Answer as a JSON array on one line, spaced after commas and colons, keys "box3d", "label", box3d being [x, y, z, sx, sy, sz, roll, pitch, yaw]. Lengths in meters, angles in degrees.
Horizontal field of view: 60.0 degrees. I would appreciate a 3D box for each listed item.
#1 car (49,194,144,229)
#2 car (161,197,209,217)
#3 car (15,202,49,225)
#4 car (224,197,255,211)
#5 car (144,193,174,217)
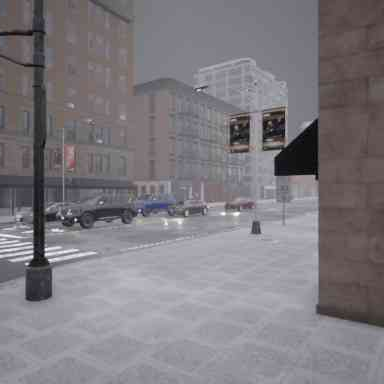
[{"box3d": [-6.045, 1.161, 21.888, 2.150, 2.045, 5.566, 0, 0, 35], "label": "car"}, {"box3d": [-0.312, 1.402, 29.983, 1.837, 1.490, 4.892, 0, 0, 35], "label": "car"}, {"box3d": [-9.430, 1.442, 22.733, 2.128, 1.511, 4.902, 0, 0, 35], "label": "car"}, {"box3d": [5.532, 1.332, 38.212, 1.882, 1.535, 5.008, 0, 0, 35], "label": "car"}, {"box3d": [-3.735, 1.131, 30.771, 2.150, 2.045, 5.566, 0, 0, 35], "label": "car"}]
